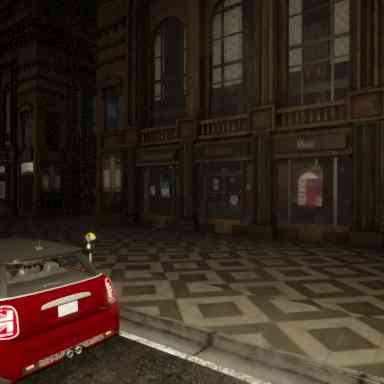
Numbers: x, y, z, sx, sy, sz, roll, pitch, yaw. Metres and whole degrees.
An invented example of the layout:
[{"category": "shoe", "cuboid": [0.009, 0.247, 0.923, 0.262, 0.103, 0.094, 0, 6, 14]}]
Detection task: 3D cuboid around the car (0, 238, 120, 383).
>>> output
[{"category": "car", "cuboid": [-3.080, 1.440, 5.165, 4.097, 1.590, 1.967, 0, 0, 36]}]
